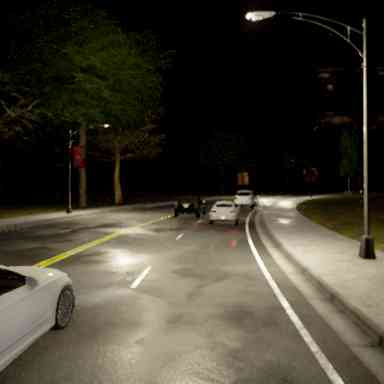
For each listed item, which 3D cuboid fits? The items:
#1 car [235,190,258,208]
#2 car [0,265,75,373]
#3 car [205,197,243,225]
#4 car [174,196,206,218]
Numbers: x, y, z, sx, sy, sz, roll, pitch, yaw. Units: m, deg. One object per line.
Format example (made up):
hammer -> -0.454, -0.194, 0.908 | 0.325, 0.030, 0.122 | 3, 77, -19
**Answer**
car -> 6.501, 0.829, 39.706 | 2.150, 2.045, 5.566 | 0, 1, 17
car -> -2.972, 1.491, 3.811 | 1.812, 1.442, 4.674 | 0, 0, 2
car -> 2.266, 1.327, 22.395 | 1.812, 1.442, 4.674 | 0, 0, 10
car -> -0.025, 1.113, 27.589 | 2.097, 1.767, 4.553 | 0, 1, 12
